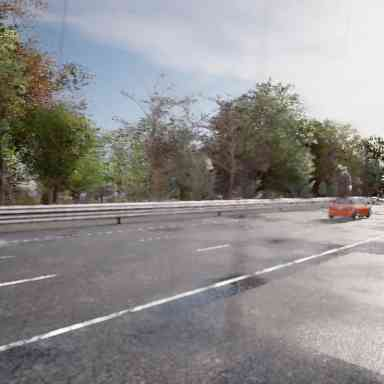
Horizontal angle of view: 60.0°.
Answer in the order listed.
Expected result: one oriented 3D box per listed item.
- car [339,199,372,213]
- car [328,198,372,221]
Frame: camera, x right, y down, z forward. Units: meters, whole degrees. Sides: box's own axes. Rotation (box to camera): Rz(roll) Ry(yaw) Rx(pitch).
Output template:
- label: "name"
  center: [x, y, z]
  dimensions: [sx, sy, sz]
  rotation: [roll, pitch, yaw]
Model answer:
- label: "car"
  center: [18.368, 1.498, 37.338]
  dimensions: [4.181, 1.385, 1.994]
  rotation: [0, 0, -44]
- label: "car"
  center: [13.005, 1.295, 27.186]
  dimensions: [4.553, 1.767, 2.097]
  rotation: [0, 0, -44]
